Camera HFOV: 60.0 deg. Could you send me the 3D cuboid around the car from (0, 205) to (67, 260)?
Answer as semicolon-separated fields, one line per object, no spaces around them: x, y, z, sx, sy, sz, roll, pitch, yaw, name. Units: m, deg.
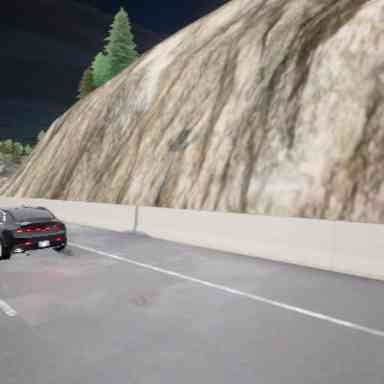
-5.965;1.225;11.386;1.837;1.490;4.892;-3;3;-44;car
